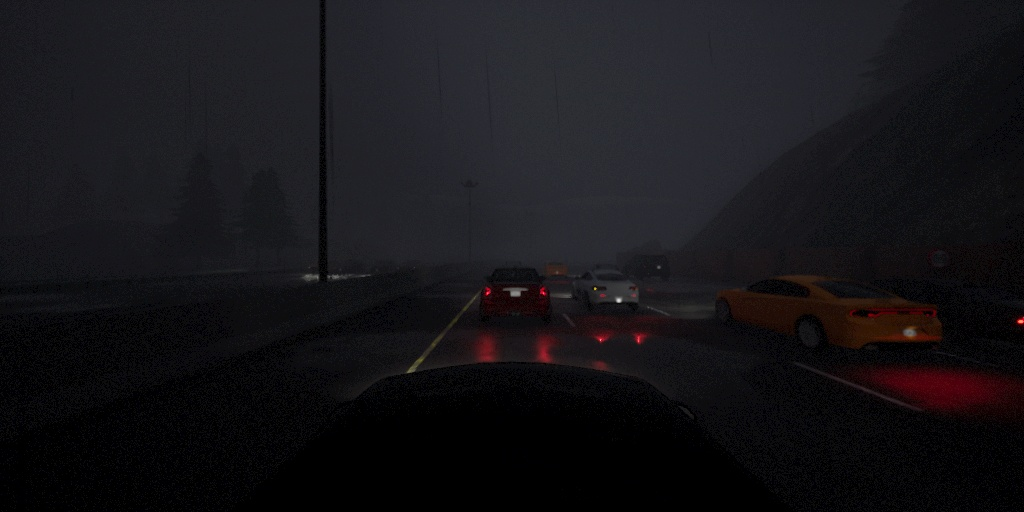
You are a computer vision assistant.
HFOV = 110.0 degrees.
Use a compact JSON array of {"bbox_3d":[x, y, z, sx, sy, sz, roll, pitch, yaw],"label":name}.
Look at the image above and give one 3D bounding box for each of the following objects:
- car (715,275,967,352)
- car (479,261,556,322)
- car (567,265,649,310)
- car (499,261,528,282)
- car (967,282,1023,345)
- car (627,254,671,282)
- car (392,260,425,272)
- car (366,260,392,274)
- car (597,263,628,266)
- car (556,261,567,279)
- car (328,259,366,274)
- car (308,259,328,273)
[{"bbox_3d":[7.100,1.209,8.875,1.882,1.535,5.008,0,0,0],"label":"car"},{"bbox_3d":[0.101,1.074,12.237,2.097,1.767,4.553,0,0,0],"label":"car"},{"bbox_3d":[3.600,1.242,14.381,1.812,1.442,4.674,0,0,0],"label":"car"},{"bbox_3d":[0.101,1.168,29.394,2.128,1.511,4.902,0,0,0],"label":"car"},{"bbox_3d":[10.601,1.278,9.397,2.033,1.411,5.357,0,0,0],"label":"car"},{"bbox_3d":[10.601,0.901,28.545,2.150,2.045,5.566,0,0,0],"label":"car"},{"bbox_3d":[-10.572,1.132,37.782,1.882,1.535,5.008,0,0,0],"label":"car"},{"bbox_3d":[-14.042,1.154,39.758,1.837,1.490,4.892,0,0,1],"label":"car"},{"bbox_3d":[7.101,1.282,27.868,1.895,1.301,4.718,0,0,0],"label":"car"},{"bbox_3d":[3.601,1.150,30.983,1.882,1.535,5.008,0,0,0],"label":"car"},{"bbox_3d":[-17.545,1.143,39.162,2.128,1.511,4.902,0,0,1],"label":"car"},{"bbox_3d":[-21.026,1.124,40.664,1.882,1.535,5.008,0,0,1],"label":"car"}]
